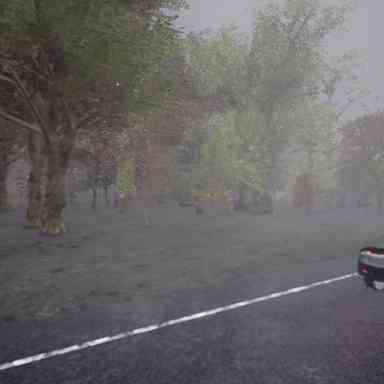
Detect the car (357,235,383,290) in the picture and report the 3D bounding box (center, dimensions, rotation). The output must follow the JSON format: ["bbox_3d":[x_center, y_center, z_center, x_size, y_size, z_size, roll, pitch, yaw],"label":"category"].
[{"bbox_3d":[5.892,1.538,7.951,4.902,1.511,2.128,0,0,-36],"label":"car"}]
